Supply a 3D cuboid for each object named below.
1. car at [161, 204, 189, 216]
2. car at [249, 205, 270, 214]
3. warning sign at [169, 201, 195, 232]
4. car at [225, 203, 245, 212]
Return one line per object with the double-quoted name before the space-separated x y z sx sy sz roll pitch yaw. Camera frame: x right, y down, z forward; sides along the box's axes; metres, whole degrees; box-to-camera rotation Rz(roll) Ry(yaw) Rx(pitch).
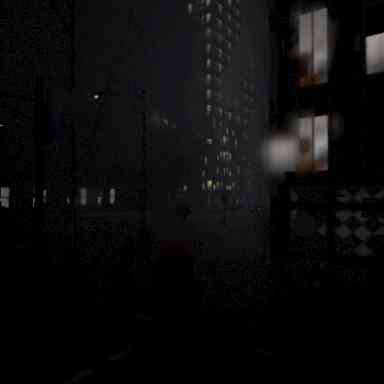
"car" -2.050 2.281 42.474 1.812 1.442 4.674 0 -1 33
"car" 10.216 2.553 49.242 1.895 1.301 4.718 0 -1 33
"warning sign" -0.621 1.515 21.220 1.300 1.860 1.060 1 1 33
"car" 7.220 2.574 56.689 1.895 1.301 4.718 0 -1 33
